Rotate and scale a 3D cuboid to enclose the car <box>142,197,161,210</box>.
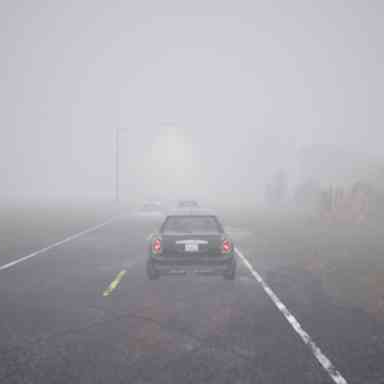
[{"bbox_3d":[-4.115,1.203,35.040,1.895,1.301,4.718,0,1,-1],"label":"car"}]

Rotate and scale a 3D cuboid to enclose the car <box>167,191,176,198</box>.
[{"bbox_3d":[-4.689,0.530,76.360,1.812,1.442,4.674,0,1,-1],"label":"car"}]

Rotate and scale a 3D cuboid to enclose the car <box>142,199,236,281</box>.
[{"bbox_3d":[-0.036,1.245,9.675,2.097,1.767,4.553,0,1,-1],"label":"car"}]
